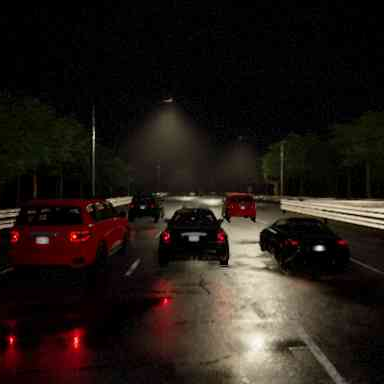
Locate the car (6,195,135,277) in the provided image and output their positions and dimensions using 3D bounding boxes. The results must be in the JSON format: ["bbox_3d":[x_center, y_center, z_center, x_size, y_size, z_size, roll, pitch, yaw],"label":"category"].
[{"bbox_3d":[-3.437,1.207,10.380,2.150,2.045,5.566,0,0,0],"label":"car"}]

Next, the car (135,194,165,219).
[{"bbox_3d":[-3.429,1.163,25.927,2.150,2.045,5.566,0,1,0],"label":"car"}]

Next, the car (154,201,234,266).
[{"bbox_3d":[0.070,1.334,11.579,2.097,1.767,4.553,0,0,0],"label":"car"}]

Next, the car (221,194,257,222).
[{"bbox_3d":[3.570,1.165,25.830,2.150,2.045,5.566,0,1,0],"label":"car"}]

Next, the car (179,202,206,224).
[{"bbox_3d":[0.070,1.543,25.528,1.895,1.301,4.718,0,0,1],"label":"car"}]

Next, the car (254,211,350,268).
[{"bbox_3d":[3.568,1.546,11.273,1.994,1.385,4.181,0,0,1],"label":"car"}]
